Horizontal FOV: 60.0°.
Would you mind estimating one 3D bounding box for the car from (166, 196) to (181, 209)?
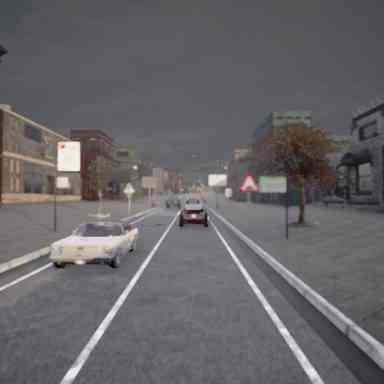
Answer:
[{"bbox_3d":[-3.035,1.640,54.243,2.150,2.045,5.566,0,-1,1],"label":"car"}]

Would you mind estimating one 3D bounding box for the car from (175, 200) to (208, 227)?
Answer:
[{"bbox_3d":[0.100,1.604,24.117,2.163,1.488,4.792,-1,0,0],"label":"car"}]

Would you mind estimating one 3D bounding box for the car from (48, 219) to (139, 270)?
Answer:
[{"bbox_3d":[-3.095,1.659,11.438,1.895,1.301,4.718,0,0,0],"label":"car"}]
